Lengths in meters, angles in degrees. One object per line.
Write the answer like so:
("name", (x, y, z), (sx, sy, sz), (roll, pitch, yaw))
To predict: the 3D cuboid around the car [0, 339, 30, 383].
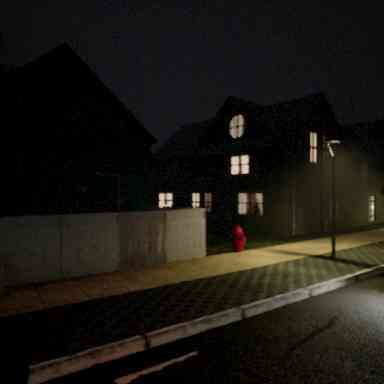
("car", (-3.097, 1.509, 0.956), (4.892, 1.490, 1.837), (0, 0, -35))
